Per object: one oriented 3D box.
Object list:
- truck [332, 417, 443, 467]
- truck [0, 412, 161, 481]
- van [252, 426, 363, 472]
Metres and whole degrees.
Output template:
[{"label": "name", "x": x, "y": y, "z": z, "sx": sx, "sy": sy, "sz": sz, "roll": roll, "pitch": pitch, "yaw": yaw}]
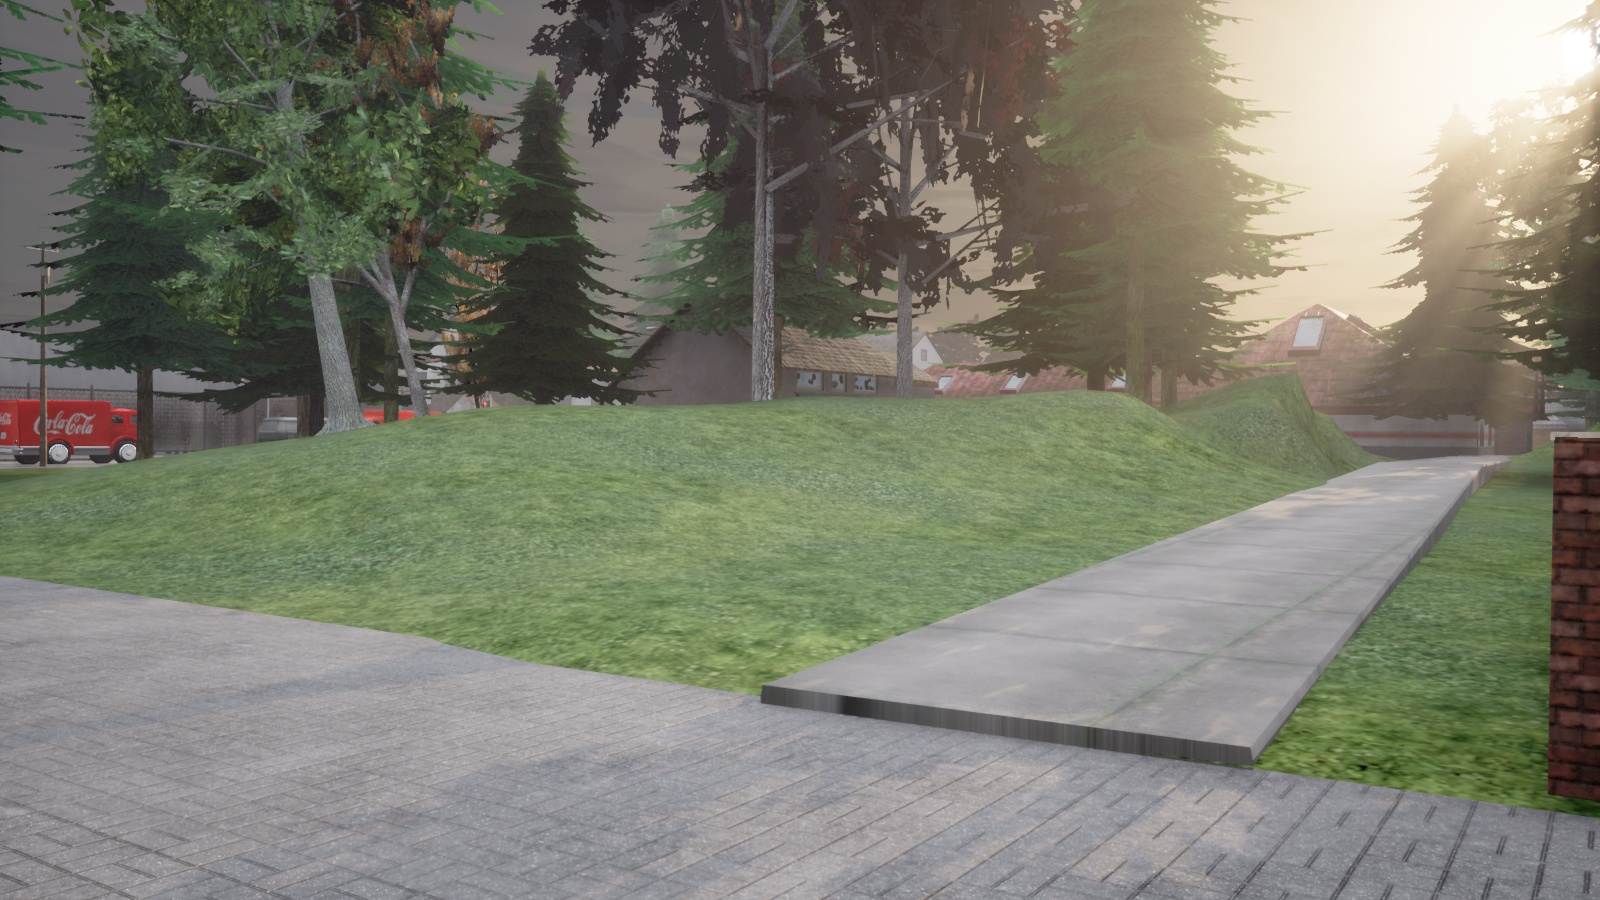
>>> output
[{"label": "truck", "x": -21.387, "y": -0.450, "z": 65.309, "sx": 2.627, "sy": 2.467, "sz": 5.204, "roll": 0, "pitch": 1, "yaw": 24}, {"label": "truck", "x": -27.697, "y": -0.157, "z": 47.995, "sx": 2.627, "sy": 2.467, "sz": 5.204, "roll": 0, "pitch": 1, "yaw": 34}, {"label": "van", "x": -22.076, "y": -0.084, "z": 56.451, "sx": 1.775, "sy": 1.987, "sz": 4.442, "roll": 0, "pitch": 1, "yaw": 33}]
